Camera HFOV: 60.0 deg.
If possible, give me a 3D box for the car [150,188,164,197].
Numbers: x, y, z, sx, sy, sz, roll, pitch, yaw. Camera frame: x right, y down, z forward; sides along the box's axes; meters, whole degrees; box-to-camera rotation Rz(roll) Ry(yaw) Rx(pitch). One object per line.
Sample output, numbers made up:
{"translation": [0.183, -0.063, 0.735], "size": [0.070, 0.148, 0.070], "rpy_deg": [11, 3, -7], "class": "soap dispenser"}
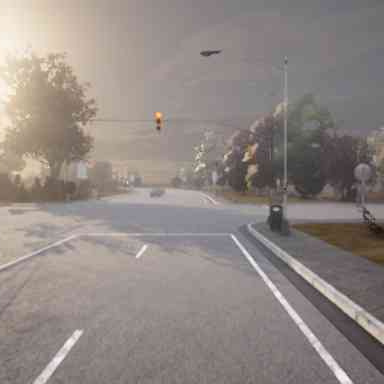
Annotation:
{"translation": [-6.860, 0.200, 62.994], "size": [1.837, 1.490, 4.892], "rpy_deg": [0, 1, 0], "class": "car"}
